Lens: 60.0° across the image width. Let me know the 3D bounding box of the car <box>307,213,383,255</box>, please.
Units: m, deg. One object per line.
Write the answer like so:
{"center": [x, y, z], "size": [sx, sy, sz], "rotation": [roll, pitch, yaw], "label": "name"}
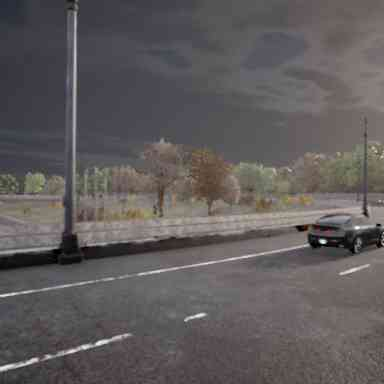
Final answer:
{"center": [6.832, 1.701, 14.474], "size": [4.892, 1.490, 1.837], "rotation": [1, -1, -43], "label": "car"}
